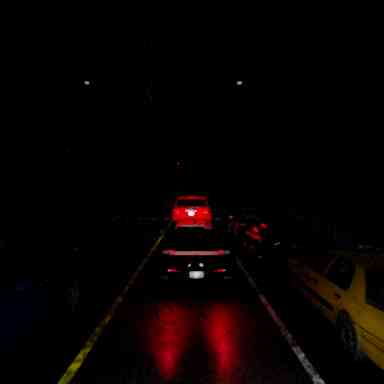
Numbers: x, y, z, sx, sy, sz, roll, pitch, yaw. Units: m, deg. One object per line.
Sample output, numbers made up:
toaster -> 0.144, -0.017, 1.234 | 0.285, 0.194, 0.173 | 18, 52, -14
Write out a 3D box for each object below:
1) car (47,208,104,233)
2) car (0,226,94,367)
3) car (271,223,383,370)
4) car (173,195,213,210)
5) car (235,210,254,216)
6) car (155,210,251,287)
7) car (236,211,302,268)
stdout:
car -> -5.702, 1.526, 16.643 | 1.887, 1.381, 4.507 | -1, 0, 0
car -> -3.085, 1.520, 4.862 | 1.812, 1.442, 4.674 | 0, 0, 0
car -> 2.858, 1.520, 5.656 | 1.752, 1.417, 4.829 | -1, 0, 0
car -> 0.040, 1.200, 19.589 | 2.150, 2.045, 5.566 | 0, 0, 2
car -> 2.843, 1.564, 16.658 | 1.802, 1.307, 4.206 | -1, 0, 0
car -> 0.086, 1.481, 9.241 | 2.128, 1.511, 4.902 | 0, 0, 0
car -> 2.851, 1.554, 11.072 | 1.947, 1.339, 4.313 | -1, 0, 0
